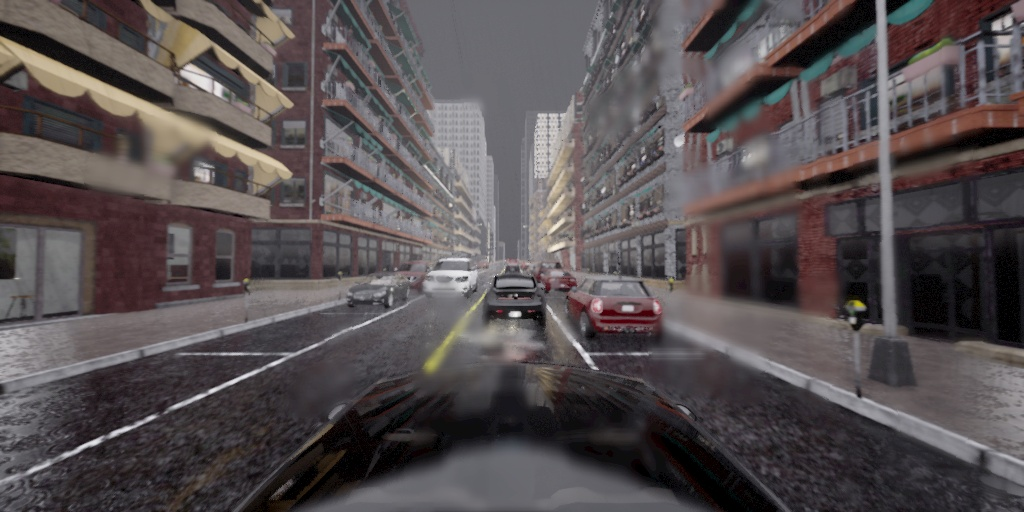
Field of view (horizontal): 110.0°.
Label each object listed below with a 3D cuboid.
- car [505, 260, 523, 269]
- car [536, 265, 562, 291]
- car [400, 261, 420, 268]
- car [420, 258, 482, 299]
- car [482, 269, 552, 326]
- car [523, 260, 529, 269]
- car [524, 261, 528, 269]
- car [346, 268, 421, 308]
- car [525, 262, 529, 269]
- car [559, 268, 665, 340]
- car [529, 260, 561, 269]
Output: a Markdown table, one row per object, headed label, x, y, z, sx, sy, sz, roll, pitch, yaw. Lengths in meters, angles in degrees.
| label | x | y | z | sx | sy | sz | roll | pitch | yaw |
| --- | --- | --- | --- | --- | --- | --- | --- | --- | --- |
| car | 0.093 | 1.606 | 48.354 | 1.882 | 1.535 | 5.008 | 0 | -1 | 0 |
| car | 2.689 | 1.457 | 21.377 | 1.888 | 1.381 | 4.507 | 0 | 0 | 0 |
| car | -5.693 | 1.226 | 21.322 | 2.192 | 1.841 | 5.009 | 0 | 0 | 0 |
| car | -3.101 | 1.118 | 19.497 | 2.150 | 2.045 | 5.566 | 0 | 0 | 0 |
| car | 0.064 | 1.340 | 12.063 | 1.837 | 1.490 | 4.892 | 0 | -1 | -1 |
| car | 2.683 | 1.767 | 60.158 | 1.888 | 1.381 | 4.507 | 0 | 0 | 0 |
| car | 2.685 | 1.615 | 43.707 | 1.751 | 1.417 | 4.829 | 0 | 0 | 0 |
| car | -5.693 | 1.417 | 15.782 | 2.007 | 1.370 | 4.403 | 0 | 0 | 0 |
| car | 2.686 | 1.596 | 37.997 | 2.007 | 1.370 | 4.403 | 0 | 0 | 0 |
| car | 2.690 | 1.261 | 10.295 | 1.967 | 1.591 | 4.097 | 0 | 0 | 0 |
| car | 2.688 | 1.271 | 26.916 | 2.192 | 1.841 | 5.009 | 0 | 0 | 0 |
